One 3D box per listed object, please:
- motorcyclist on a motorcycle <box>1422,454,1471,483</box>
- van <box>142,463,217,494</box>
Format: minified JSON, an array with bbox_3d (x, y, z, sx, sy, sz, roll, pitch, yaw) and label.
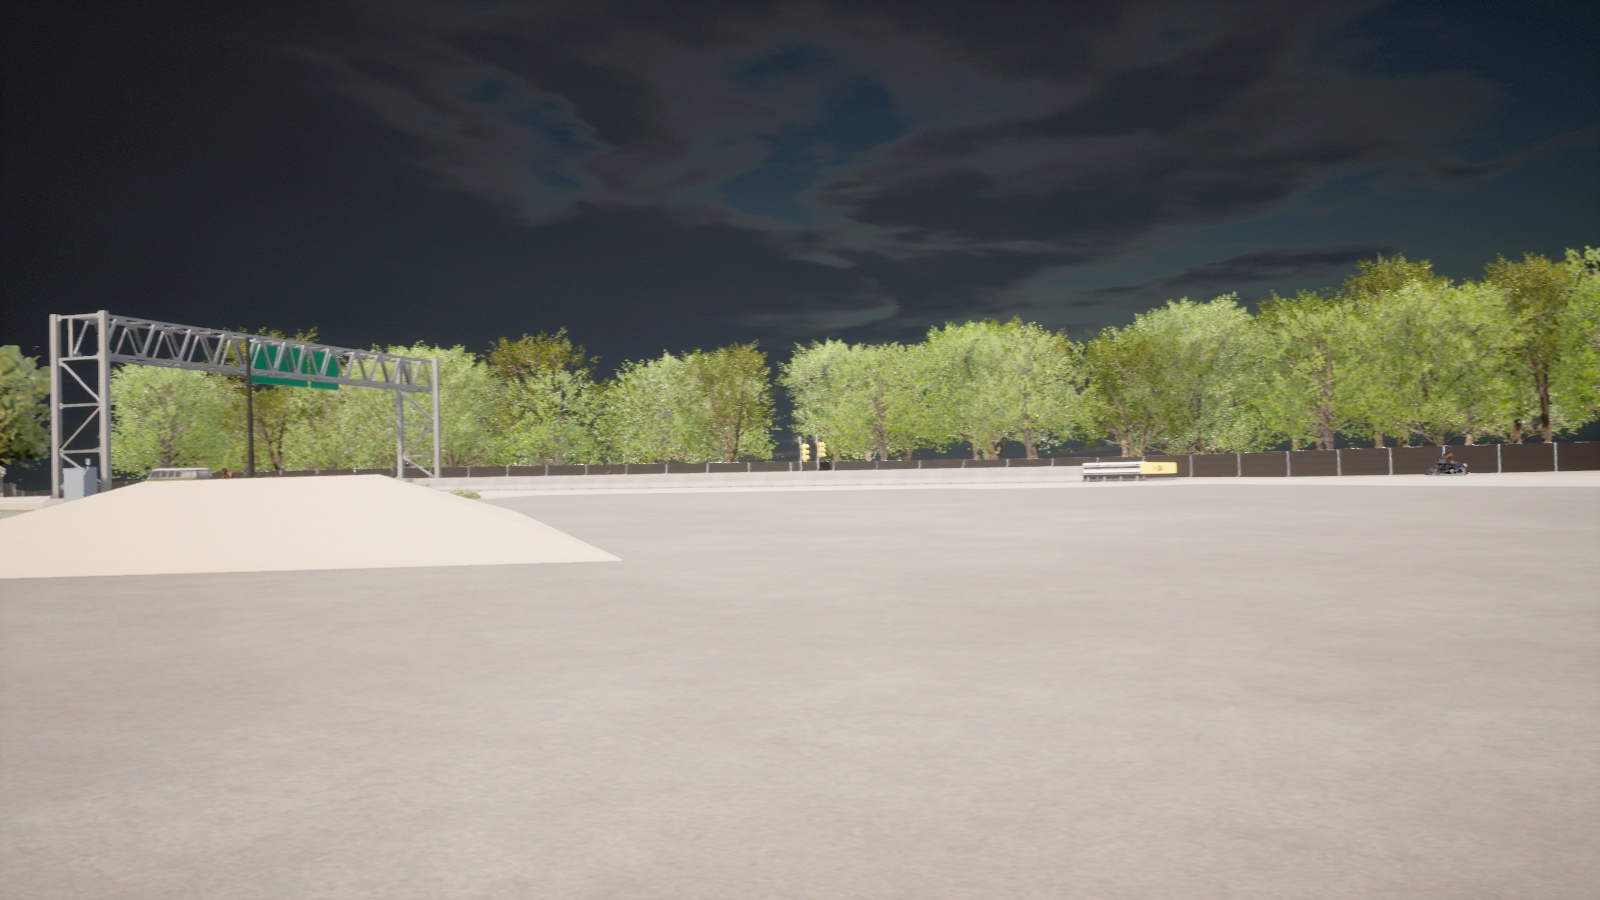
[{"bbox_3d":[37.858,1.099,73.545,0.766,1.649,2.350,-1,-1,-39],"label":"motorcyclist on a motorcycle"},{"bbox_3d":[-41.283,1.875,83.597,4.442,1.987,1.775,-1,-1,16],"label":"van"}]
